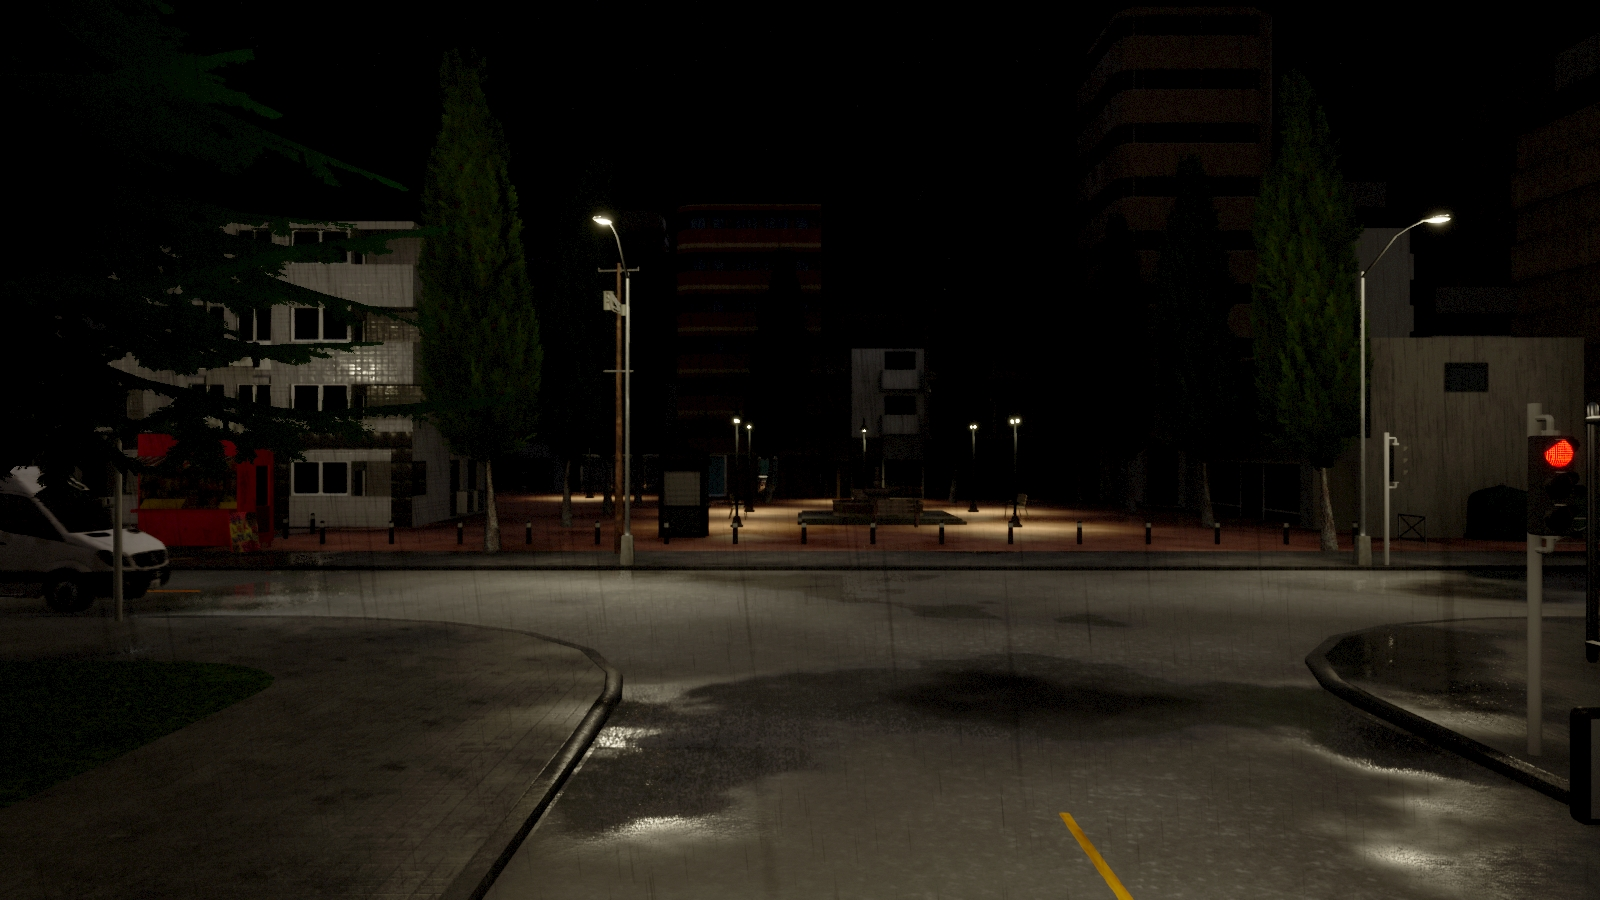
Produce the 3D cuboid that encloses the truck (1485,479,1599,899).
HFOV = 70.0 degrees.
[{"bbox_3d":[4.017,1.349,1.921,2.627,2.467,5.204,0,0,0],"label":"truck"}]

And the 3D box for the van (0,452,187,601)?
[{"bbox_3d":[-14.576,1.324,20.645,5.915,2.561,1.988,0,0,0],"label":"van"}]
